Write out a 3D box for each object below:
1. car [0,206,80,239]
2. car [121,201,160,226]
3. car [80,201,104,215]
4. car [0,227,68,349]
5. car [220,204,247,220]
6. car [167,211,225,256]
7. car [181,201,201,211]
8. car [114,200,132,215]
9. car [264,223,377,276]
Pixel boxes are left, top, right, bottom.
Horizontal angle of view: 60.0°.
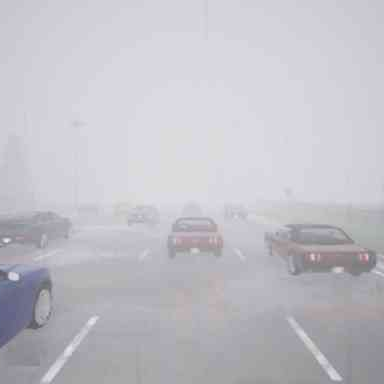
[{"bbox_3d":[-6.898,1.551,14.860,1.837,1.490,4.892,0,0,0],"label":"car"},{"bbox_3d":[-3.395,1.619,24.010,2.033,1.411,5.357,0,0,0],"label":"car"},{"bbox_3d":[-10.573,1.630,35.008,1.812,1.442,4.674,0,0,-3],"label":"car"},{"bbox_3d":[-3.400,1.490,3.943,1.882,1.535,5.008,0,0,0],"label":"car"},{"bbox_3d":[3.585,1.688,29.478,1.895,1.301,4.718,0,0,-1],"label":"car"},{"bbox_3d":[0.103,1.640,13.196,1.895,1.301,4.718,0,0,0],"label":"car"},{"bbox_3d":[-0.076,1.629,35.008,1.812,1.442,4.674,0,0,-3],"label":"car"},{"bbox_3d":[-7.090,1.584,35.646,1.882,1.535,5.008,0,0,-3],"label":"car"},{"bbox_3d":[3.601,1.632,10.401,1.895,1.301,4.718,0,0,0],"label":"car"}]
